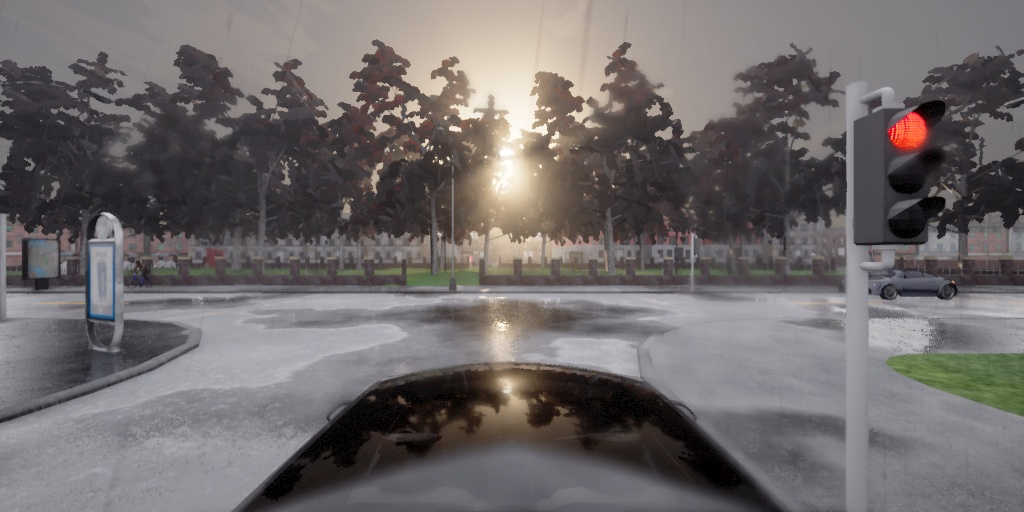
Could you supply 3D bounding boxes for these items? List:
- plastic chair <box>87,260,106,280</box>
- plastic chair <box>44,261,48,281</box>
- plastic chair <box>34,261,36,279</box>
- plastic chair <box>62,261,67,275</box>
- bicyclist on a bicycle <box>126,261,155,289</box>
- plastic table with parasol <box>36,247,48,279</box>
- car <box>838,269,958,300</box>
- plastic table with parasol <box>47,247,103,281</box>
[{"bbox_3d":[-38.183,1.288,32.990,0.730,1.272,0.750,0,0,-40],"label":"plastic chair"},{"bbox_3d":[-40.212,1.286,31.512,0.730,1.272,0.750,0,0,-40],"label":"plastic chair"},{"bbox_3d":[-44.610,1.287,34.152,0.730,1.272,0.750,0,0,-41],"label":"plastic chair"},{"bbox_3d":[-38.279,1.298,31.284,0.750,1.272,0.730,0,0,-35],"label":"plastic chair"},{"bbox_3d":[-22.028,1.094,21.269,0.582,1.620,1.656,0,0,0],"label":"bicyclist on a bicycle"},{"bbox_3d":[-43.602,0.612,34.901,2.482,2.480,2.482,0,0,-39],"label":"plastic table with parasol"},{"bbox_3d":[18.249,1.310,17.080,4.181,1.385,1.994,0,0,0],"label":"car"},{"bbox_3d":[-39.181,0.687,32.257,2.482,2.480,2.482,0,0,-40],"label":"plastic table with parasol"}]
